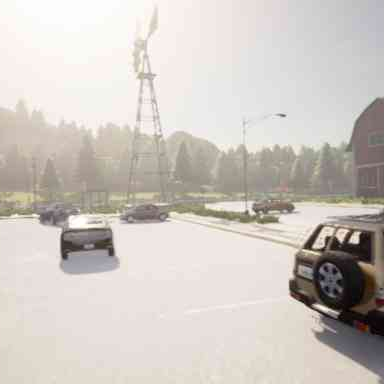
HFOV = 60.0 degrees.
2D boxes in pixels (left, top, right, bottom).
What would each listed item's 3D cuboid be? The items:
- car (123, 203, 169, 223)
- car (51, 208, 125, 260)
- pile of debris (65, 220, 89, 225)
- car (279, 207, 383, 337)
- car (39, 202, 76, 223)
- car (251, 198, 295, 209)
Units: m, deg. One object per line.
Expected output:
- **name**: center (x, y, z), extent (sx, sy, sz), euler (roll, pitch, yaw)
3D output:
- **car**: center (-3.847, 1.627, 26.608), extent (3.905, 1.438, 1.784), euler (-2, 0, -20)
- **car**: center (-4.186, 1.609, 13.223), extent (2.128, 1.511, 4.902), euler (-2, 0, -19)
- **pile of debris**: center (-9.336, 2.440, 26.907), extent (1.500, 0.140, 1.860), euler (-2, 0, -31)
- **car**: center (3.910, 1.197, 5.512), extent (4.605, 1.855, 1.932), euler (-2, 0, -20)
- **car**: center (-10.958, 1.650, 27.327), extent (2.097, 1.767, 4.553), euler (-3, 0, -40)
- **car**: center (7.853, 1.275, 32.079), extent (4.193, 1.474, 1.816), euler (-2, 0, -20)
